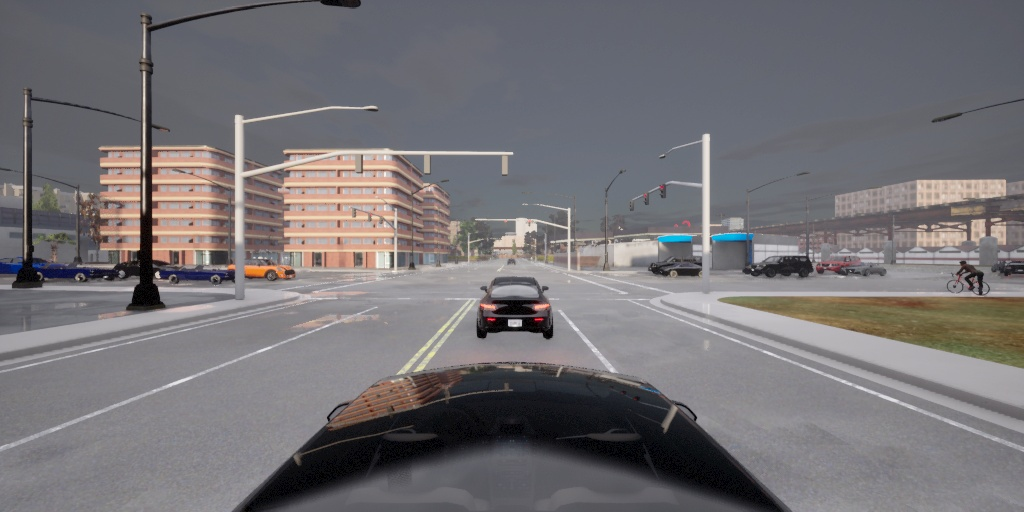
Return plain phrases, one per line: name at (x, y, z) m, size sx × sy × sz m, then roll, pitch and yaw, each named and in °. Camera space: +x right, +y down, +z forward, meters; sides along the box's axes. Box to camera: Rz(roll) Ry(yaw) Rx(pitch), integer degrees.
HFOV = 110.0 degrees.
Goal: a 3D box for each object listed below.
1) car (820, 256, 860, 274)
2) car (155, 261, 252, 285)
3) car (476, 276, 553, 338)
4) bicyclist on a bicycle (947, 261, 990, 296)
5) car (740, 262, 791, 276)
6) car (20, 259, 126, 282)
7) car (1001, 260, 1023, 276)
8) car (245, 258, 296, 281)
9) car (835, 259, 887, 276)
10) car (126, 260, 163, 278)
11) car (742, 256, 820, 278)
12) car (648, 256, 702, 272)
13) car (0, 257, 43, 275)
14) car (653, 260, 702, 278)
car at (36.621, 0.971, 40.073) m, size 5.566 × 2.045 × 2.150 m, roll 0°, pitch 0°, yaw -22°
car at (-20.965, 1.220, 24.490) m, size 4.718 × 1.301 × 1.895 m, roll 1°, pitch 0°, yaw 2°
car at (0.073, 1.276, 10.015) m, size 1.812 × 1.442 × 4.674 m, roll 0°, pitch 0°, yaw 0°
bicyclist on a bicycle at (21.908, 1.051, 17.256) m, size 0.582 × 1.620 × 1.656 m, roll 0°, pitch 0°, yaw 0°
car at (26.583, 1.314, 37.696) m, size 4.181 × 1.385 × 1.994 m, roll 0°, pitch 0°, yaw -8°
car at (-30.080, 1.088, 24.654) m, size 4.718 × 1.301 × 1.895 m, roll 1°, pitch 0°, yaw 1°
car at (50.501, 1.228, 35.516) m, size 5.008 × 1.535 × 1.882 m, roll 0°, pitch 0°, yaw -33°
car at (-19.466, 0.986, 27.959) m, size 4.553 × 1.767 × 2.097 m, roll 1°, pitch 0°, yaw 1°
car at (35.243, 1.314, 35.978) m, size 4.181 × 1.385 × 1.994 m, roll 0°, pitch 0°, yaw -18°
car at (-28.243, 1.021, 28.122) m, size 4.892 × 1.490 × 1.837 m, roll 1°, pitch 0°, yaw 1°
car at (25.449, 0.971, 34.037) m, size 5.566 × 2.045 × 2.150 m, roll 0°, pitch 0°, yaw -5°
car at (17.183, 0.971, 37.340) m, size 5.566 × 2.045 × 2.150 m, roll 0°, pitch 0°, yaw 1°
car at (-38.176, 0.821, 28.310) m, size 5.008 × 1.535 × 1.882 m, roll 1°, pitch 0°, yaw 1°
car at (16.096, 1.314, 33.906) m, size 4.181 × 1.385 × 1.994 m, roll 0°, pitch 0°, yaw 0°
